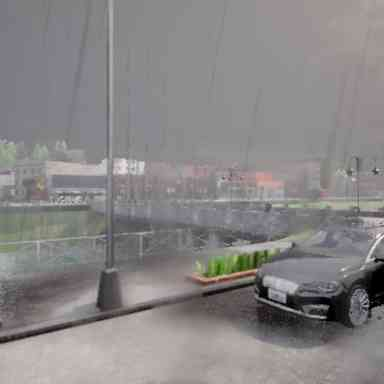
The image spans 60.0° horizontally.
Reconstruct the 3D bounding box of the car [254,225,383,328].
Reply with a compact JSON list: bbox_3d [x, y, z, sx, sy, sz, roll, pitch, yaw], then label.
[{"bbox_3d":[3.436,1.494,7.056,4.902,1.511,2.128,0,0,-35],"label":"car"}]
